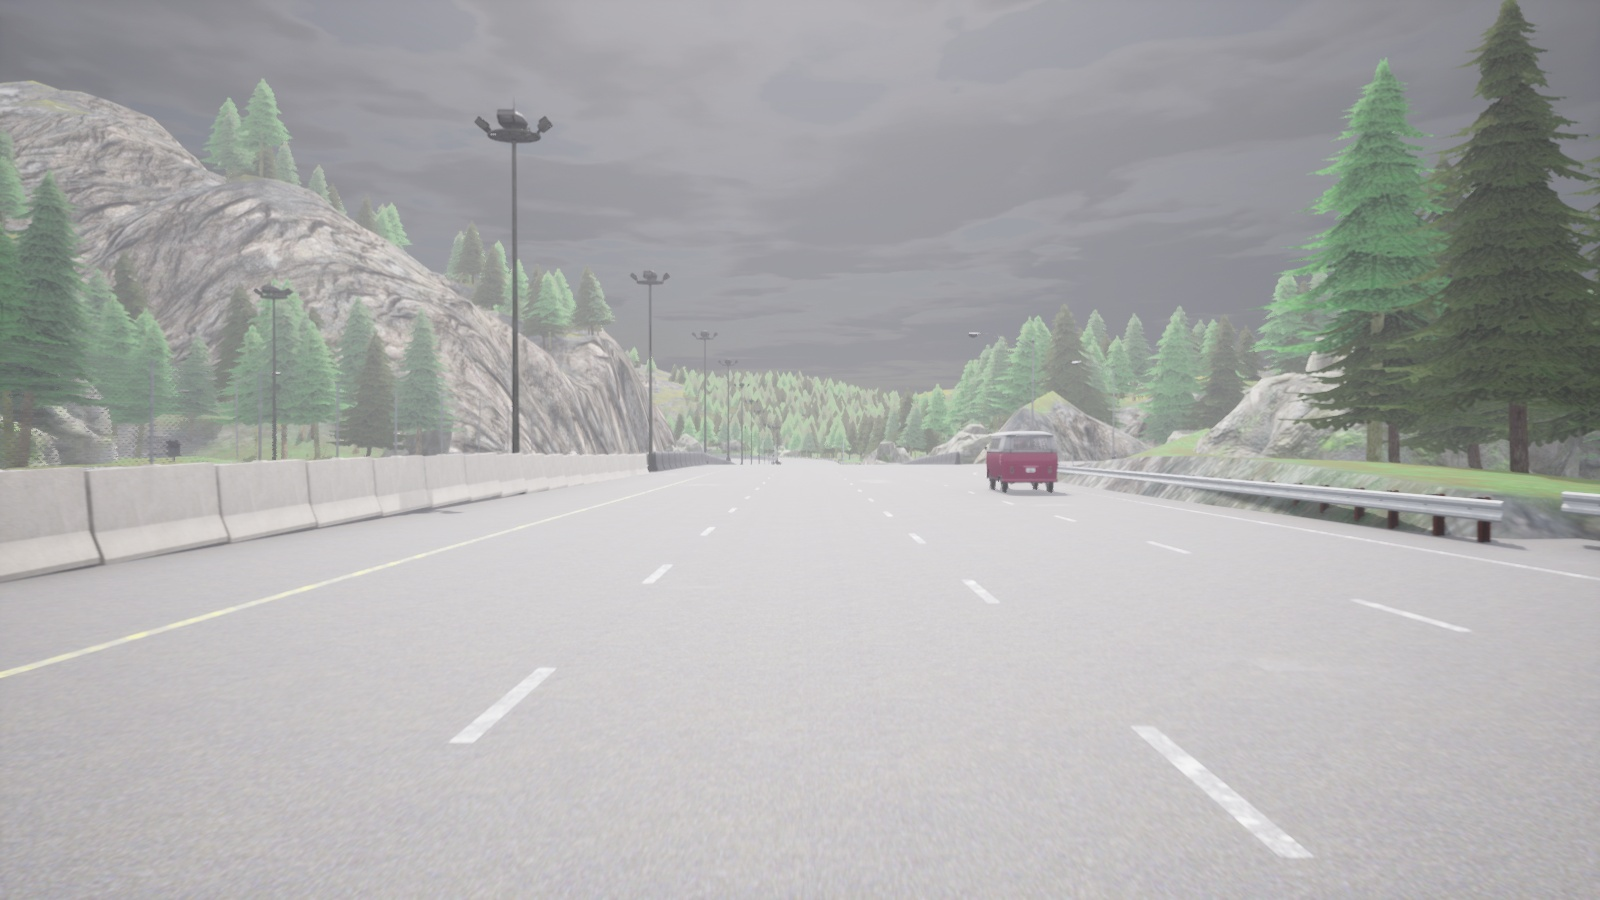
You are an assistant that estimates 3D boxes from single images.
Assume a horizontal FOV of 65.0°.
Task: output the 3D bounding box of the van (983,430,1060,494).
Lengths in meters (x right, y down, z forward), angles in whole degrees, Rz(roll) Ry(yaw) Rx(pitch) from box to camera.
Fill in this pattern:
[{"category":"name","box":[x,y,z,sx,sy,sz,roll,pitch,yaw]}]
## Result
[{"category":"van","box":[7.248,0.367,41.503,1.775,1.987,4.442,0,0,0]}]
